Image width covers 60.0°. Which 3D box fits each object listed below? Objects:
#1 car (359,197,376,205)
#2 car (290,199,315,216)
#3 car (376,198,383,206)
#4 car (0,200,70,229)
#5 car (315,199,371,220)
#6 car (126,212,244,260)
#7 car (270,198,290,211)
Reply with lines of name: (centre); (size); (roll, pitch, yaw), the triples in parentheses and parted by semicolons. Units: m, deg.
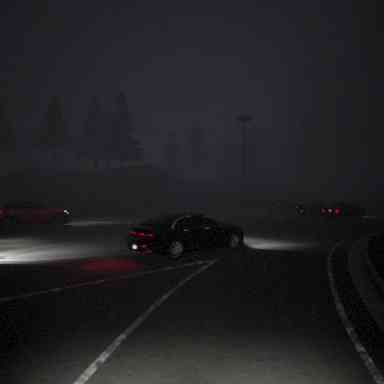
car: (30.327, 1.596, 57.863); (5.357, 1.411, 2.033); (0, 0, -41)
car: (11.844, 1.552, 32.263); (4.674, 1.442, 1.812); (0, 0, -41)
car: (33.004, 1.573, 55.555); (4.674, 1.442, 1.812); (0, 0, -41)
car: (-10.498, 1.368, 22.016); (4.553, 1.767, 2.097); (0, 0, -41)
car: (13.112, 1.571, 28.720); (5.357, 1.411, 2.033); (0, 0, -41)
car: (-0.080, 1.517, 12.527); (4.892, 1.490, 1.837); (-1, 0, -41)
car: (11.688, 1.524, 41.424); (4.902, 1.511, 2.128); (0, 0, -41)
